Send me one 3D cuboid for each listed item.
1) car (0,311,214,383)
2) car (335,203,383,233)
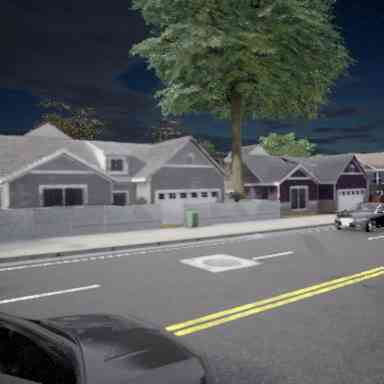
[{"bbox_3d":[-2.026,1.506,1.992,4.892,1.490,1.837,0,0,-36],"label":"car"},{"bbox_3d":[10.037,1.384,18.824,4.902,1.511,2.128,-1,0,-35],"label":"car"}]
